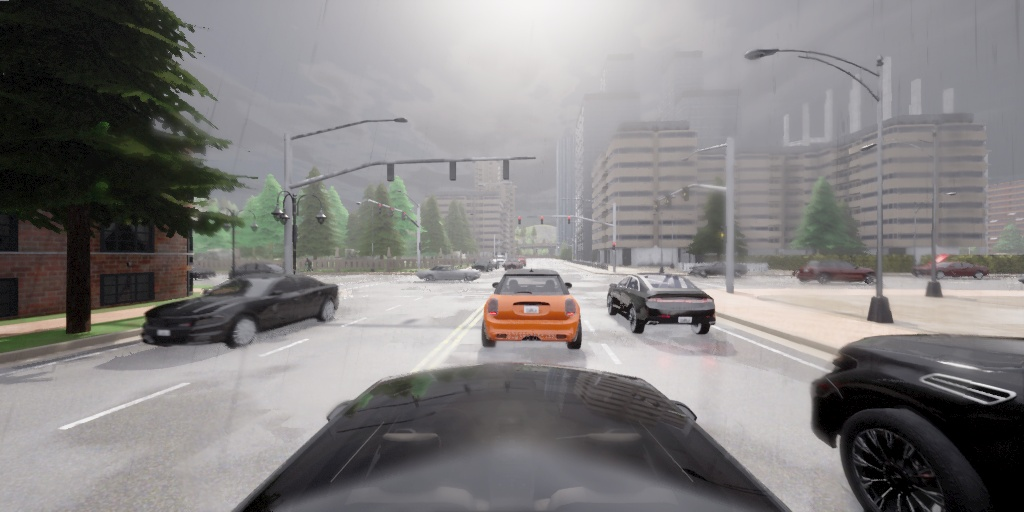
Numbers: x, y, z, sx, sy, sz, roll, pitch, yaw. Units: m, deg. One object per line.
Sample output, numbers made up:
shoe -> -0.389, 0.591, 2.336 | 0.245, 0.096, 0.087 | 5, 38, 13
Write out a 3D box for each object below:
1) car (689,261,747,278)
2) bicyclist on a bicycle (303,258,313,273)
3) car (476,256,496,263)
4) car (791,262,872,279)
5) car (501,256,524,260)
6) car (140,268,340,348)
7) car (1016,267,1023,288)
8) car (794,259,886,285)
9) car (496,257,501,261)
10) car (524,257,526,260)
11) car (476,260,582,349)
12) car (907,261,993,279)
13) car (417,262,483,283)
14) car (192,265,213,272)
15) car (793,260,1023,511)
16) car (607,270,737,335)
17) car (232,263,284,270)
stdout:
car -> 19.001, 1.241, 33.236 | 4.902, 1.511, 2.128 | 0, 0, 4
bicyclist on a bicycle -> -22.760, 1.051, 40.035 | 0.582, 1.620, 1.656 | 0, 0, 4
car -> -3.761, 1.102, 45.866 | 2.097, 1.767, 4.553 | 0, 0, 6
car -> 28.849, 1.297, 32.526 | 5.357, 1.411, 2.033 | 0, 0, 4
car -> 0.134, 1.102, 50.038 | 2.097, 1.767, 4.553 | 0, 0, 4
car -> -6.603, 1.227, 9.490 | 1.882, 1.535, 5.008 | 0, 0, 5
car -> 33.975, 1.351, 21.427 | 4.718, 1.301, 1.895 | 0, 0, 4
car -> 23.357, 1.102, 25.702 | 4.553, 1.767, 2.097 | 0, 0, 4
car -> -3.026, 1.241, 54.785 | 2.128, 1.511, 4.902 | 0, 0, 4
car -> 0.779, 1.314, 58.634 | 1.994, 1.385, 4.181 | 0, 0, 5
car -> 0.517, 1.102, 9.350 | 2.097, 1.767, 4.553 | 0, 0, 3
car -> 38.752, 1.228, 31.805 | 5.008, 1.535, 1.882 | 0, 0, 4
car -> -4.794, 1.351, 27.729 | 4.718, 1.301, 1.895 | 0, 0, 4
car -> -27.315, 1.297, 29.370 | 5.357, 1.411, 2.033 | 0, 0, 4
car -> 3.708, 0.971, 0.741 | 2.150, 2.045, 5.566 | 0, 0, 0
car -> 4.092, 1.241, 10.578 | 2.128, 1.511, 4.902 | 0, 0, 4
car -> -17.068, 1.254, 25.108 | 4.892, 1.490, 1.837 | 0, 0, 4
